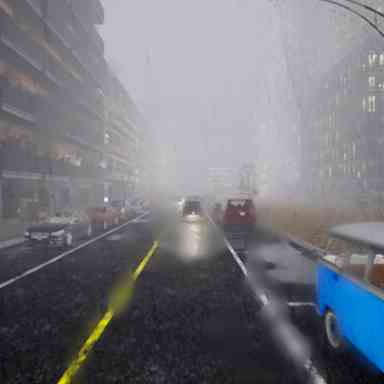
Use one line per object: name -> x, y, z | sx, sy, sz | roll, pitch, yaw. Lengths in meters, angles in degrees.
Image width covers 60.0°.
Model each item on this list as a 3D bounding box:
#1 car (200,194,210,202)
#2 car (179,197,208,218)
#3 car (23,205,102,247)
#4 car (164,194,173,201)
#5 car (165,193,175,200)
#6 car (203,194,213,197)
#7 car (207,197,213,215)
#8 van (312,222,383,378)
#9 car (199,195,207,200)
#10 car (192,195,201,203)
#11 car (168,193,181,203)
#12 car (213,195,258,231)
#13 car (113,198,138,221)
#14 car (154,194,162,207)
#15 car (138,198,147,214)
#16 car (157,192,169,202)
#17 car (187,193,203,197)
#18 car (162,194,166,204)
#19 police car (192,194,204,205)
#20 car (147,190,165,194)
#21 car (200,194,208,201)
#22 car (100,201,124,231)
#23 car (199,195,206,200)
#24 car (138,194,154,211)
car -> 2.688, 1.229, 69.861 | 1.967, 1.590, 4.097 | 0, 0, 0
car -> 0.102, 1.404, 28.413 | 1.837, 1.490, 4.892 | 0, 0, 0
car -> -5.694, 1.497, 14.596 | 2.008, 1.369, 4.403 | 0, 0, 0
car -> -5.692, 1.292, 80.746 | 1.752, 1.417, 4.829 | 0, 0, 0
car -> -5.693, 1.071, 86.441 | 2.192, 1.841, 5.009 | 0, 0, 0
car -> 2.688, 1.367, 47.925 | 1.752, 1.417, 4.829 | 0, 0, 0
car -> 2.687, 1.437, 31.175 | 1.887, 1.381, 4.507 | 0, 0, 0
van -> 2.685, 1.327, 3.541 | 1.690, 1.788, 3.998 | 0, 0, 0
car -> 2.689, 1.348, 80.915 | 1.802, 1.307, 4.206 | 0, 0, 0
car -> 0.903, 1.302, 66.279 | 1.837, 1.490, 4.892 | 0, 0, 0
car -> -3.018, 1.275, 64.206 | 1.882, 1.535, 5.008 | 0, 0, 1
car -> 2.686, 1.242, 20.120 | 2.192, 1.841, 5.009 | 0, 0, 0
car -> -5.694, 1.350, 25.649 | 1.967, 1.590, 4.097 | 0, 0, 0
car -> -5.692, 1.368, 47.586 | 1.752, 1.417, 4.829 | 0, 0, 0
car -> -5.693, 1.474, 31.176 | 1.802, 1.307, 4.206 | 0, 0, 0
car -> -5.692, 1.334, 69.862 | 1.887, 1.381, 4.507 | 0, 0, 0
car -> 0.058, 1.206, 43.182 | 2.097, 1.767, 4.553 | 0, 0, 0
car -> -5.692, 1.372, 53.281 | 1.887, 1.381, 4.507 | 0, 0, 0
police car -> 0.903, 1.245, 56.389 | 1.930, 1.638, 5.238 | 0, 0, 0
car -> -7.386, 0.749, 71.628 | 2.045, 2.150, 5.566 | 17, 4, 29
car -> 2.689, 1.303, 75.558 | 1.752, 1.417, 4.829 | 0, 0, 0
car -> -5.694, 1.472, 20.121 | 1.887, 1.381, 4.507 | 0, 0, 0
car -> 2.689, 1.338, 86.441 | 1.802, 1.307, 4.206 | 0, 0, 0
car -> -5.694, 1.315, 36.702 | 1.967, 1.590, 4.097 | 0, 0, 0
